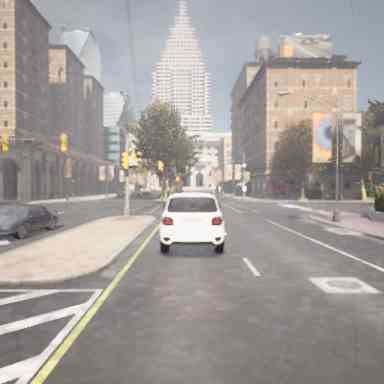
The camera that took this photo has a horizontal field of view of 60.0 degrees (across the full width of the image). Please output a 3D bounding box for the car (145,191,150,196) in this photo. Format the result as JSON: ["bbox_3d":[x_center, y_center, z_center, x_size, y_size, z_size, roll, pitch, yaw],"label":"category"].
[{"bbox_3d":[-12.306,0.290,88.934,1.895,1.301,4.718,0,1,-1],"label":"car"}]

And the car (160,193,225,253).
[{"bbox_3d":[-0.012,1.030,12.920,2.150,2.045,5.566,0,1,-1],"label":"car"}]

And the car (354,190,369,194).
[{"bbox_3d":[37.263,0.363,75.542,2.231,1.521,4.892,0,1,-1],"label":"car"}]

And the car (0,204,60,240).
[{"bbox_3d":[-8.148,1.314,15.888,2.033,1.411,5.357,0,1,0],"label":"car"}]

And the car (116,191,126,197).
[{"bbox_3d":[-15.416,0.515,73.668,1.895,1.301,4.718,0,1,-1],"label":"car"}]

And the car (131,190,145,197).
[{"bbox_3d":[-12.165,0.423,73.405,1.837,1.490,4.892,0,1,-1],"label":"car"}]
